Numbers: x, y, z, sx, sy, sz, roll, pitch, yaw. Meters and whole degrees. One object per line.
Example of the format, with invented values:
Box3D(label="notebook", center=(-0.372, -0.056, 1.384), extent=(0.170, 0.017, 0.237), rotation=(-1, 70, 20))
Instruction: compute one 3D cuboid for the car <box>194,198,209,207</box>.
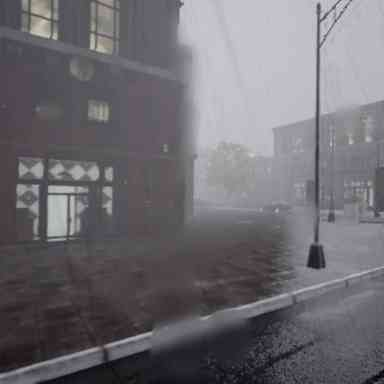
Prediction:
Box3D(label="car", center=(0.995, 1.644, 51.933), extent=(1.887, 1.381, 4.507), rotation=(1, -1, -28))

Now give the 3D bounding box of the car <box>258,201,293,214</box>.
Box3D(label="car", center=(9.098, 1.635, 36.470), extent=(2.008, 1.369, 4.403), rotation=(1, -1, -28))
